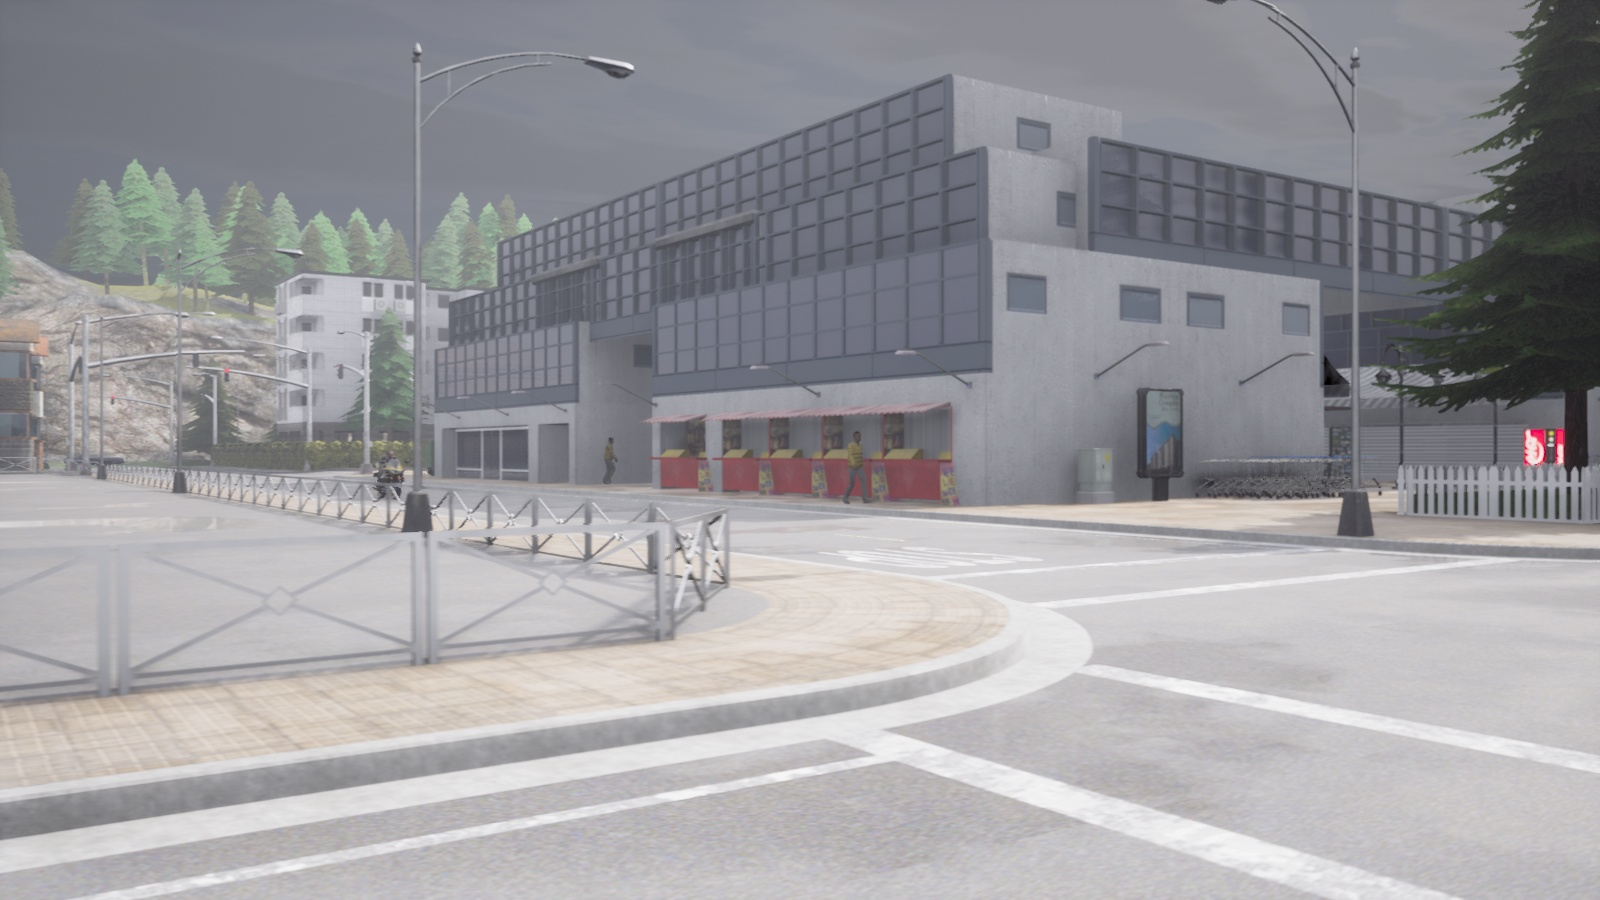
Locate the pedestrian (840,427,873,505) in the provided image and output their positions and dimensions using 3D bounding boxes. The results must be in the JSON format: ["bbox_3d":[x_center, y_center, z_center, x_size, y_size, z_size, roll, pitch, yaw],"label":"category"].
[{"bbox_3d":[1.364,0.380,30.284,0.431,1.840,0.709,0,0,-37],"label":"pedestrian"}]

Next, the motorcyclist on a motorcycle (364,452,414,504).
[{"bbox_3d":[-12.438,0.833,37.960,0.866,1.530,2.191,0,0,-34],"label":"motorcyclist on a motorcycle"}]

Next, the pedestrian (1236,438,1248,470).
[{"bbox_3d":[25.991,0.233,73.863,0.345,1.836,0.594,0,0,-36],"label":"pedestrian"}]

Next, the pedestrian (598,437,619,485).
[{"bbox_3d":[-7.313,0.414,47.988,0.709,1.840,0.431,0,0,-16],"label":"pedestrian"}]
